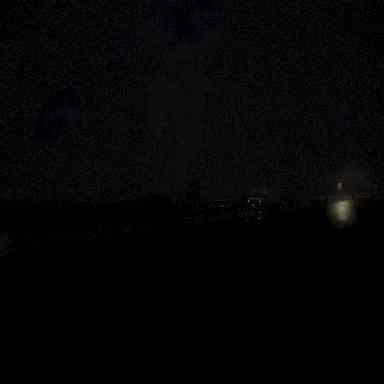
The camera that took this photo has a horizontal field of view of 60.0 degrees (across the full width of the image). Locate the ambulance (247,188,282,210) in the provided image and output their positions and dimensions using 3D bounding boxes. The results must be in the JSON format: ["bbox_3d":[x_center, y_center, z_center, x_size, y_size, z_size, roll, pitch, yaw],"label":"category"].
[{"bbox_3d":[9.031,0.786,41.507,2.351,2.431,6.366,2,2,35],"label":"ambulance"}]
